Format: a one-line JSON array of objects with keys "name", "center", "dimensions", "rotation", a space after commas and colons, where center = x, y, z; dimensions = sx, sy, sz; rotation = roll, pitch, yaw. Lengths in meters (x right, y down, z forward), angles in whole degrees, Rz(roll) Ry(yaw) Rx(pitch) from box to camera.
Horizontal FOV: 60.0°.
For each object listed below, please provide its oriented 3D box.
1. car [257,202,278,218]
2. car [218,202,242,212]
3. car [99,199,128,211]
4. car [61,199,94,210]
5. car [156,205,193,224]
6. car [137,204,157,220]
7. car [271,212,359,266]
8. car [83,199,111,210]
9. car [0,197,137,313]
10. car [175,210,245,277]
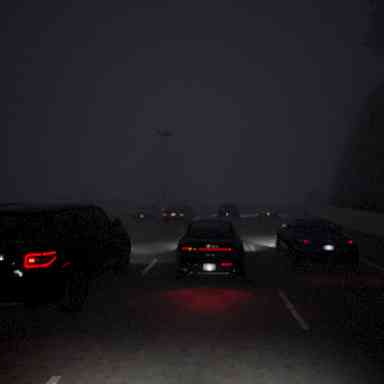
[{"name": "car", "center": [7.216, 1.717, 31.631], "dimensions": [1.812, 1.442, 4.674], "rotation": [0, 0, 12]}, {"name": "car", "center": [3.526, 1.689, 31.055], "dimensions": [1.837, 1.490, 4.892], "rotation": [0, 0, 11]}, {"name": "car", "center": [-10.898, 1.765, 46.659], "dimensions": [1.837, 1.490, 4.892], "rotation": [0, -1, 16]}, {"name": "car", "center": [-17.168, 1.821, 50.286], "dimensions": [2.033, 1.411, 5.357], "rotation": [0, 0, 16]}, {"name": "car", "center": [-0.936, 1.700, 26.410], "dimensions": [2.033, 1.411, 5.357], "rotation": [0, 0, 10]}, {"name": "car", "center": [-3.803, 1.772, 30.172], "dimensions": [1.895, 1.301, 4.718], "rotation": [0, 0, 11]}, {"name": "car", "center": [4.262, 1.639, 11.898], "dimensions": [1.994, 1.385, 4.181], "rotation": [0, 0, 5]}, {"name": "car", "center": [-13.881, 1.833, 48.955], "dimensions": [1.994, 1.385, 4.181], "rotation": [0, 0, 16]}, {"name": "car", "center": [-3.098, 1.267, 7.919], "dimensions": [2.150, 2.045, 5.566], "rotation": [0, 0, 4]}, {"name": "car", "center": [0.618, 1.569, 10.504], "dimensions": [1.837, 1.490, 4.892], "rotation": [0, 0, 5]}]
